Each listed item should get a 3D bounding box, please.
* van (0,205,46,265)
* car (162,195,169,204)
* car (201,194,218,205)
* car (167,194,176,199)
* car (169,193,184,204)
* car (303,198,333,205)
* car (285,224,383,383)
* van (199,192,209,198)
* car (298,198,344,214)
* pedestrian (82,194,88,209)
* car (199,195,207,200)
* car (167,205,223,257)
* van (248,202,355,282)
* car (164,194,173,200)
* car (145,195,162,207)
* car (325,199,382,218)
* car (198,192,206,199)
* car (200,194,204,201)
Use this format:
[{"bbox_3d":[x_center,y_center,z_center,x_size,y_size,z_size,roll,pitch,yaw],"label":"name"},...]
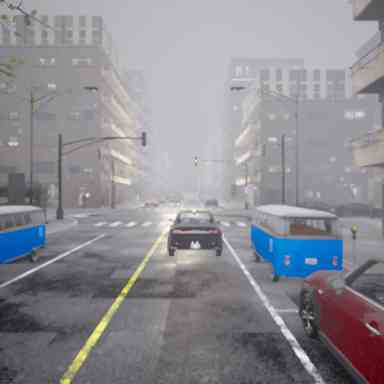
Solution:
[{"bbox_3d":[-5.636,1.310,9.329,1.690,1.788,3.998,1,0,0],"label":"van"},{"bbox_3d":[-5.650,1.250,58.559,1.967,1.590,4.097,1,0,0],"label":"car"},{"bbox_3d":[2.723,1.412,47.271,1.947,1.339,4.313,1,0,0],"label":"car"},{"bbox_3d":[-5.638,1.258,92.415,2.008,1.369,4.403,1,0,0],"label":"car"},{"bbox_3d":[-3.009,1.352,60.325,2.033,1.411,5.357,0,0,1],"label":"car"},{"bbox_3d":[11.104,1.496,30.048,5.357,1.411,2.033,0,-1,5],"label":"car"},{"bbox_3d":[2.676,1.427,3.800,1.967,1.590,4.097,1,0,0],"label":"car"},{"bbox_3d":[2.734,1.133,64.197,1.690,1.788,3.998,1,0,0],"label":"van"},{"bbox_3d":[13.657,1.482,35.451,4.097,1.590,1.967,0,-1,1],"label":"car"},{"bbox_3d":[-12.523,1.080,38.717,0.375,1.860,0.375,0,-1,1],"label":"pedestrian"},{"bbox_3d":[2.737,1.322,81.126,1.802,1.307,4.206,1,0,0],"label":"car"},{"bbox_3d":[0.106,1.450,12.704,2.128,1.511,4.902,0,0,0],"label":"car"},{"bbox_3d":[2.678,1.310,9.323,1.690,1.788,3.998,1,0,0],"label":"van"},{"bbox_3d":[-5.642,1.285,81.130,1.887,1.381,4.507,1,0,0],"label":"car"},{"bbox_3d":[-5.656,1.372,47.104,1.752,1.417,4.829,1,0,0],"label":"car"},{"bbox_3d":[13.550,1.487,27.070,4.313,1.339,1.947,0,-1,1],"label":"car"},{"bbox_3d":[2.746,1.021,92.410,2.192,1.841,5.009,1,0,0],"label":"car"},{"bbox_3d":[2.725,1.379,52.913,2.008,1.369,4.403,1,0,0],"label":"car"}]
